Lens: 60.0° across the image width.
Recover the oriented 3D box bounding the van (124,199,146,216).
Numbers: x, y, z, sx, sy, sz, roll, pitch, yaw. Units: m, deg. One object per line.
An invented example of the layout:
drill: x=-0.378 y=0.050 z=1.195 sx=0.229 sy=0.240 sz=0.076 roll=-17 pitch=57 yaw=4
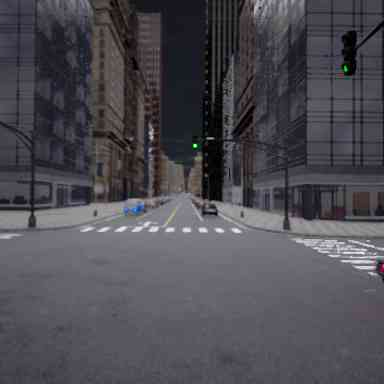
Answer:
van: x=-6.564 y=1.694 z=37.314 sx=1.690 sy=1.788 sz=3.998 roll=1 pitch=-1 yaw=-1

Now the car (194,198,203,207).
car: x=1.666 y=2.160 z=54.403 sx=1.802 sy=1.307 sz=4.206 roll=1 pitch=-1 yaw=-1

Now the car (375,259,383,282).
car: x=6.677 y=1.822 z=6.996 sx=4.718 sy=1.301 sz=1.895 roll=1 pitch=-1 yaw=-1

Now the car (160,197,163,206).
car: x=-6.952 y=1.884 z=59.906 sx=2.192 sy=1.841 sz=5.009 roll=1 pitch=-1 yaw=-1

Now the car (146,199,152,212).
car: x=-6.664 y=1.991 z=42.960 sx=1.802 sy=1.307 sz=4.206 roll=1 pitch=-1 yaw=-1

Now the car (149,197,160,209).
car: x=-6.856 y=1.957 z=54.257 sx=1.967 sy=1.590 sz=4.097 roll=1 pitch=-1 yaw=-1

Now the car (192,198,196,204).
car: x=1.472 y=2.226 z=65.699 sx=1.887 sy=1.381 sz=4.507 roll=1 pitch=-1 yaw=-1

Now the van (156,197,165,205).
van: x=-7.243 y=2.058 z=76.849 sx=1.690 sy=1.788 sz=3.998 roll=1 pitch=-1 yaw=-1

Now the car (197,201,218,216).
car: x=1.957 y=1.980 z=37.459 sx=1.947 sy=1.339 sz=4.313 roll=1 pitch=-1 yaw=-1

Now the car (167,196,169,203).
car: x=-7.342 y=2.310 z=82.494 sx=1.887 sy=1.381 sz=4.507 roll=1 pitch=0 yaw=-1

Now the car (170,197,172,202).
car: x=-7.537 y=2.426 z=93.789 sx=1.947 sy=1.339 sz=4.313 roll=1 pitch=-1 yaw=-1

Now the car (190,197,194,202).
car: x=1.181 y=2.408 z=82.643 sx=1.802 sy=1.307 sz=4.206 roll=1 pitch=0 yaw=-1

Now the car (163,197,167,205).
car: x=-7.146 y=1.984 z=71.201 sx=2.192 sy=1.841 sz=5.009 roll=1 pitch=-1 yaw=-1

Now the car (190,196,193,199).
car: x=1.084 y=2.425 z=88.291 sx=2.008 sy=1.369 sz=4.403 roll=1 pitch=-1 yaw=-1
